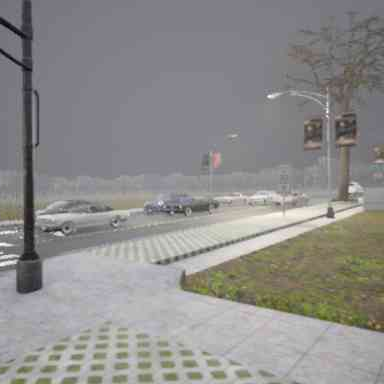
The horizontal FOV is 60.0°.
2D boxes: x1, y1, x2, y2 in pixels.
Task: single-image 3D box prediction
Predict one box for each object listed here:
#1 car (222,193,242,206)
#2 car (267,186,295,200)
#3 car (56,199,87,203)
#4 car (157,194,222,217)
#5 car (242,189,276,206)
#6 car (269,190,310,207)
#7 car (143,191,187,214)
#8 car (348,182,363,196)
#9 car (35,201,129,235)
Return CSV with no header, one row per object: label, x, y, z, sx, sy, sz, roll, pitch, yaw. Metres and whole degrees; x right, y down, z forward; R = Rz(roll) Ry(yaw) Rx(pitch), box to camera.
car,4.211,0.757,35.319,1.895,1.301,4.718,-1,1,38
car,12.257,0.125,45.639,2.097,1.767,4.553,-1,1,38
car,-7.517,1.248,20.120,1.837,1.490,4.892,-1,1,36
car,-0.038,1.035,24.497,1.895,1.301,4.718,-1,1,37
car,7.334,0.592,34.035,1.812,1.442,4.674,-1,1,38
car,9.335,0.637,30.997,1.895,1.301,4.718,-1,1,38
car,-1.901,0.812,27.404,2.097,1.767,4.553,-1,1,38
car,23.990,-0.433,50.021,2.150,2.045,5.566,-1,0,38
car,-5.605,1.316,17.230,1.895,1.301,4.718,-1,1,37
